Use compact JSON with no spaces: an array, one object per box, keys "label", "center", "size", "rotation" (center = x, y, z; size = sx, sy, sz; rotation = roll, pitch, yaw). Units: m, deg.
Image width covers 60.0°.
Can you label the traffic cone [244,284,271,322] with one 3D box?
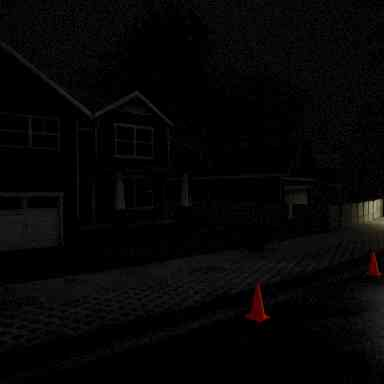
[{"label":"traffic cone","center":[1.175,1.953,5.957],"size":[0.340,0.580,0.340],"rotation":[0,0,-38]}]

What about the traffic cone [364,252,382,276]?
[{"label":"traffic cone","center":[4.942,1.942,9.065],"size":[0.340,0.580,0.340],"rotation":[0,0,-41]}]
